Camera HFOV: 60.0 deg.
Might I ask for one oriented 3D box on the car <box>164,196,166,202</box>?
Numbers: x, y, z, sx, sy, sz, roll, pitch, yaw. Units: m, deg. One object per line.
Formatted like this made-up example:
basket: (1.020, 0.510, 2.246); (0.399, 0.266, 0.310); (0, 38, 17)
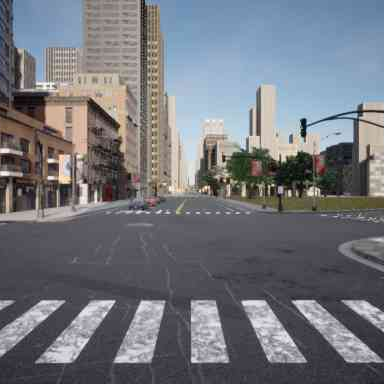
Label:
car: (-6.520, 1.501, 69.779); (1.895, 1.301, 4.718); (0, 0, 0)

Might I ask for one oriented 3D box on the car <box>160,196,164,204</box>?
car: (-6.599, 1.491, 59.647); (1.994, 1.385, 4.181); (0, 0, 0)

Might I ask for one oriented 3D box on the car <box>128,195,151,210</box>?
car: (-6.637, 1.483, 41.544); (1.812, 1.442, 4.674); (0, 0, 0)

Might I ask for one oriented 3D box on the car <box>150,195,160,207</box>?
car: (-6.616, 1.294, 50.596); (2.097, 1.767, 4.553); (0, 0, 0)
